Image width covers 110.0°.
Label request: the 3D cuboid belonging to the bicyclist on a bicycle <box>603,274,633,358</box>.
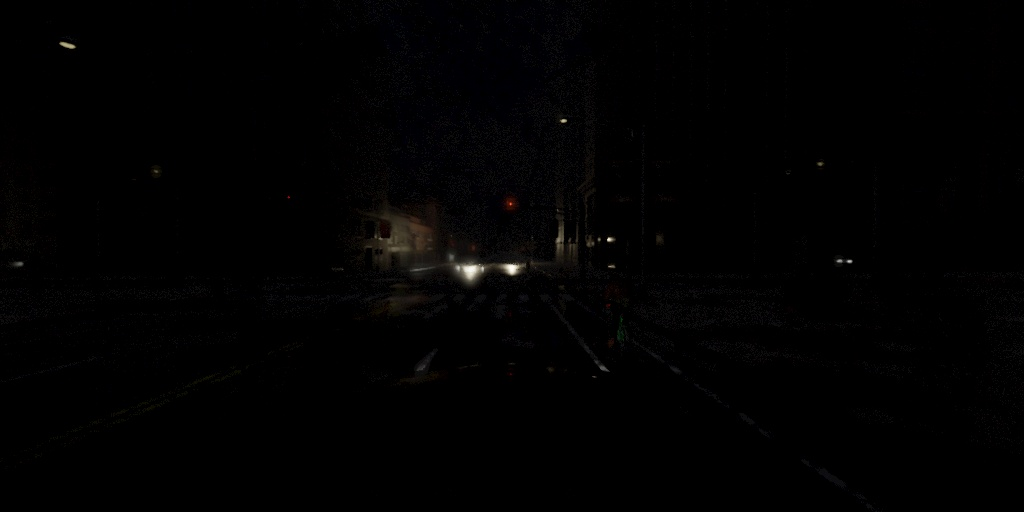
[{"bbox_3d":[2.250,1.210,7.597,0.582,1.620,1.656,0,0,0],"label":"bicyclist on a bicycle"}]

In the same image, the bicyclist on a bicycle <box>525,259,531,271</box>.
[{"bbox_3d":[2.259,1.273,49.929,0.866,1.612,1.509,0,0,0],"label":"bicyclist on a bicycle"}]
